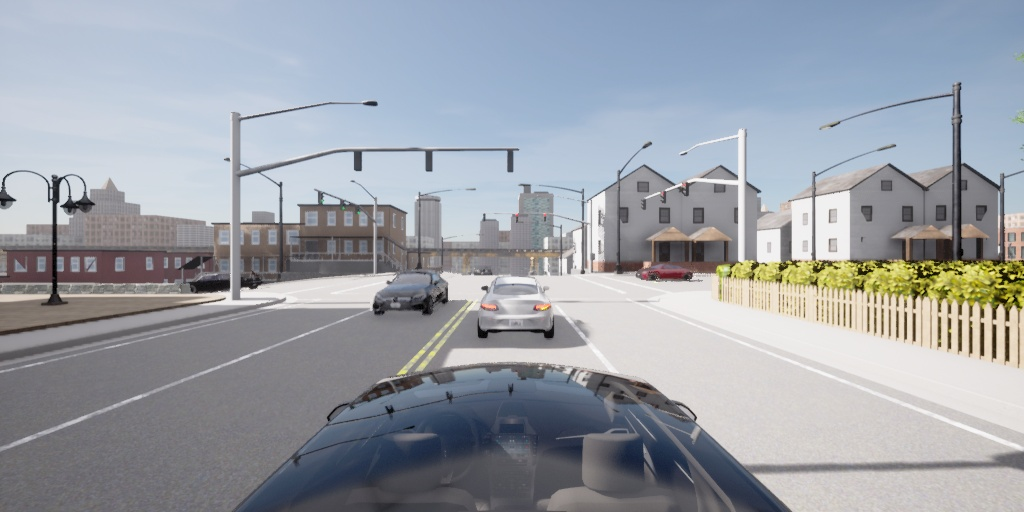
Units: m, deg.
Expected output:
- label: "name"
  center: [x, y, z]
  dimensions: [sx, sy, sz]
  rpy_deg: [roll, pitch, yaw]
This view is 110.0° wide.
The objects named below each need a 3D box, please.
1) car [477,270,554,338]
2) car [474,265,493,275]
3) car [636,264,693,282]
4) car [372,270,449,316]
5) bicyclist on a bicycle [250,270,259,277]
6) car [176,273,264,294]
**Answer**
- label: "car"
  center: [0.102, 1.274, 10.011]
  dimensions: [1.812, 1.442, 4.674]
  rpy_deg: [0, 0, 0]
- label: "car"
  center: [-3.516, 2.152, 45.252]
  dimensions: [2.150, 2.045, 5.566]
  rpy_deg: [0, -9, 0]
- label: "car"
  center: [12.165, 1.308, 28.756]
  dimensions: [4.181, 1.385, 1.994]
  rpy_deg: [0, 0, -1]
- label: "car"
  center: [-3.572, 1.273, 13.467]
  dimensions: [1.812, 1.442, 4.674]
  rpy_deg: [0, 0, 1]
- label: "bicyclist on a bicycle"
  center: [-25.565, 2.206, 35.591]
  dimensions: [0.582, 1.620, 1.656]
  rpy_deg: [-8, 0, 0]
- label: "car"
  center: [-19.974, 1.839, 24.705]
  dimensions: [4.718, 1.301, 1.895]
  rpy_deg: [-4, 0, -1]
